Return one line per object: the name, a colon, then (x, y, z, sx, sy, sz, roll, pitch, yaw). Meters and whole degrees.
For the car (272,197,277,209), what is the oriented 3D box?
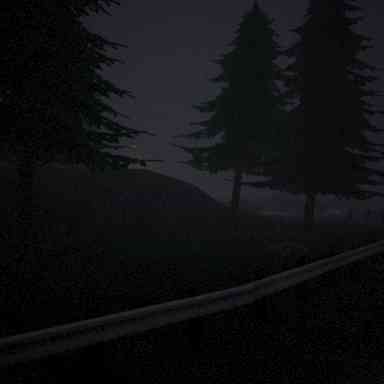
car: (12.417, 1.601, 41.217, 4.718, 1.301, 1.895, 0, 0, 34)

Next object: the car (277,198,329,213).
car: (12.532, 1.479, 36.924, 5.008, 1.535, 1.882, 0, 0, 34)

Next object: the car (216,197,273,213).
car: (5.843, 1.544, 37.201, 5.357, 1.411, 2.033, 0, 0, 34)

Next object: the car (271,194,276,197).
car: (13.195, 1.224, 44.913, 5.566, 2.045, 2.150, 0, 0, 34)

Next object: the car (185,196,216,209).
car: (1.752, 1.310, 48.401, 4.553, 1.767, 2.097, 0, 0, 34)
